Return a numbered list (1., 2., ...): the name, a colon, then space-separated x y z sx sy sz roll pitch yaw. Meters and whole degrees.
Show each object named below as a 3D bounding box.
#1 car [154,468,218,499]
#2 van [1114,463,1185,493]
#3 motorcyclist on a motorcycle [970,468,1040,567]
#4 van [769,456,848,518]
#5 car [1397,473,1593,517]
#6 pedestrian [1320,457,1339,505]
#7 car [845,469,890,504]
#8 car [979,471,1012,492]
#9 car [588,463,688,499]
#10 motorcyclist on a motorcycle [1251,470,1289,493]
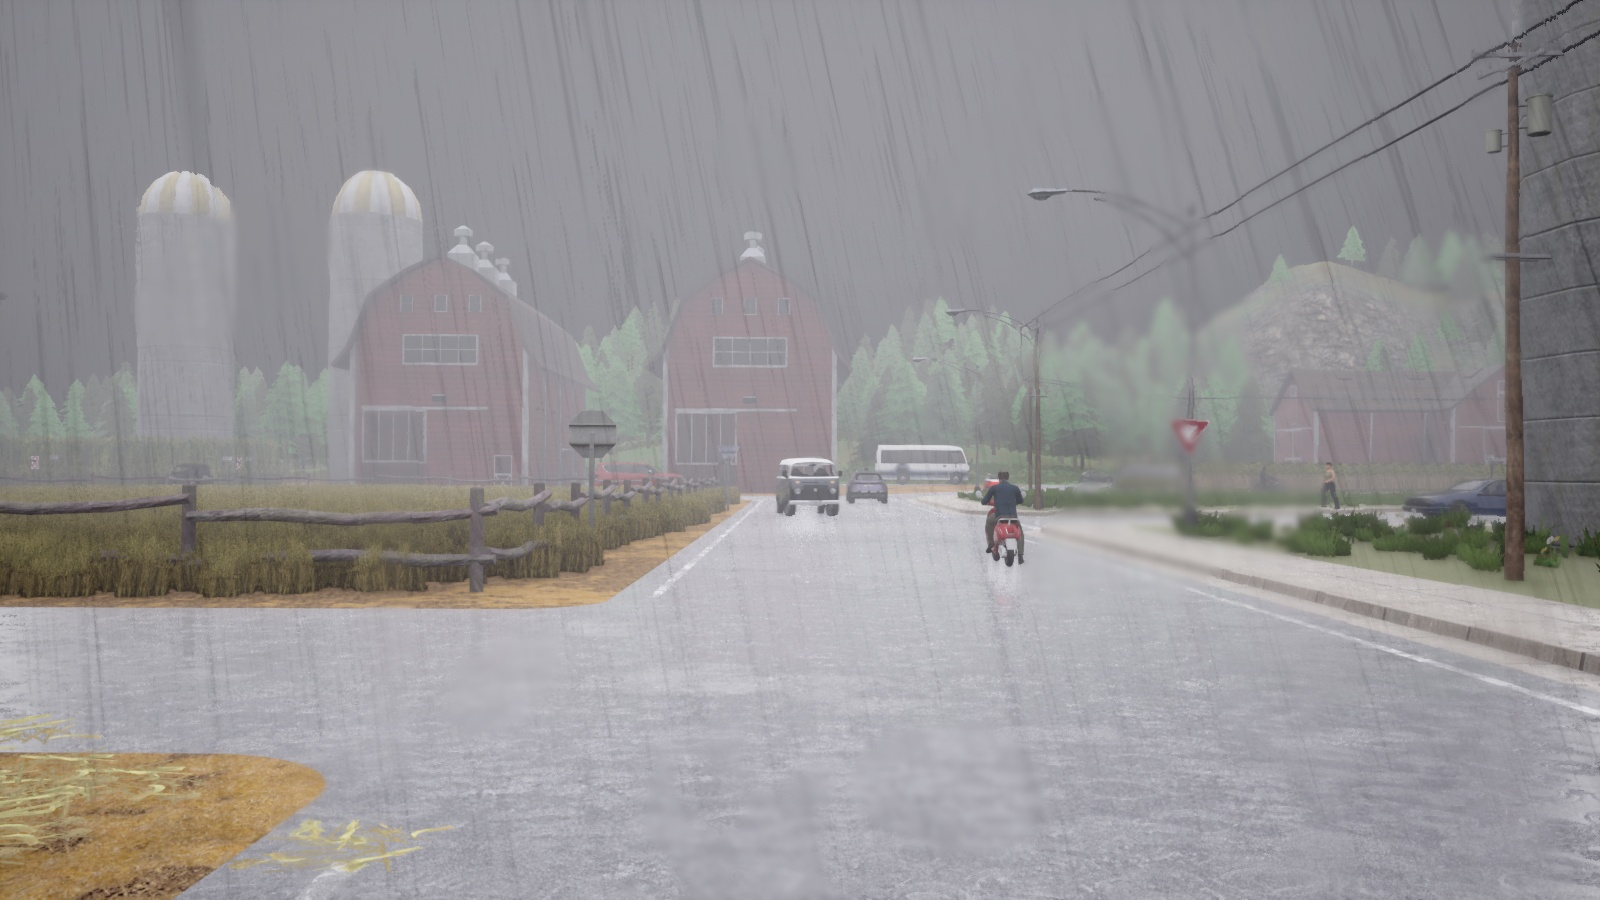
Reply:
1. car: -38.195 2.071 78.094 3.866 1.878 1.905 -1 -1 34
2. van: 23.762 1.901 85.461 4.442 1.987 1.775 0 -1 6
3. motorcyclist on a motorcycle: 3.442 1.110 21.231 0.866 1.590 1.817 0 -1 0
4. van: 0.242 1.280 44.249 2.069 2.038 4.480 -1 -1 -9
5. car: 22.918 1.466 41.533 5.357 1.411 2.033 0 -1 -1
6. pedestrian: 20.540 1.204 48.739 0.594 1.836 0.345 0 -1 -20
7. car: 3.322 1.783 62.669 2.033 1.649 4.856 0 -1 0
8. car: 13.669 2.199 87.880 1.481 1.376 2.207 -1 -1 -13
9. car: -9.502 1.809 73.865 5.566 2.045 2.150 0 -1 0
10. motorcyclist on a motorcycle: 31.890 2.149 85.219 2.191 1.530 0.866 0 -1 0
